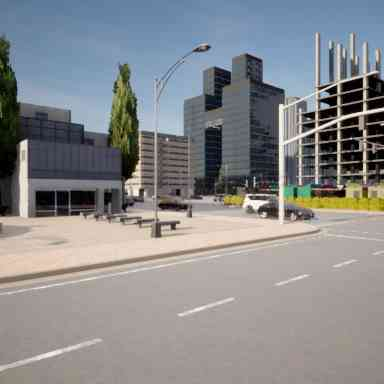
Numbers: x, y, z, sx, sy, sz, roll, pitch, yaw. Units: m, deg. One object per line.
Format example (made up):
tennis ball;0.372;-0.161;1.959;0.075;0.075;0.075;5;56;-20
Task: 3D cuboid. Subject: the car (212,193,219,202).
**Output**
car;6.119;1.156;70.017;3.866;1.878;1.905;0;0;-40

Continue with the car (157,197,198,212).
car;-1.839;1.601;39.023;1.895;1.301;4.718;0;0;-38

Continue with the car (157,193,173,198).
car;-6.441;1.156;85.095;3.866;1.878;1.905;0;0;-40

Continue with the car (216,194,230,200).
car;8.729;1.395;94.167;3.806;1.475;1.970;0;0;-40

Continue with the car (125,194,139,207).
car;-10.800;1.220;50.458;2.150;2.045;5.566;0;0;-38

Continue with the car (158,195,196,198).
car;-2.096;1.477;45.013;1.882;1.535;5.008;0;0;-38

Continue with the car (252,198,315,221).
car;7.559;1.505;27.086;1.837;1.490;4.892;0;0;-38

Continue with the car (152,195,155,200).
car;-8.247;1.153;87.357;4.605;1.855;1.932;0;0;-40

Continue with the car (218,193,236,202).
car;7.960;1.395;67.782;3.806;1.475;1.970;0;0;-40

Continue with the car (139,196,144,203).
car;-11.761;1.491;68.917;2.128;1.511;4.902;0;0;-38

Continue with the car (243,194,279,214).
car;7.544;1.219;32.769;2.150;2.045;5.566;0;0;-38
